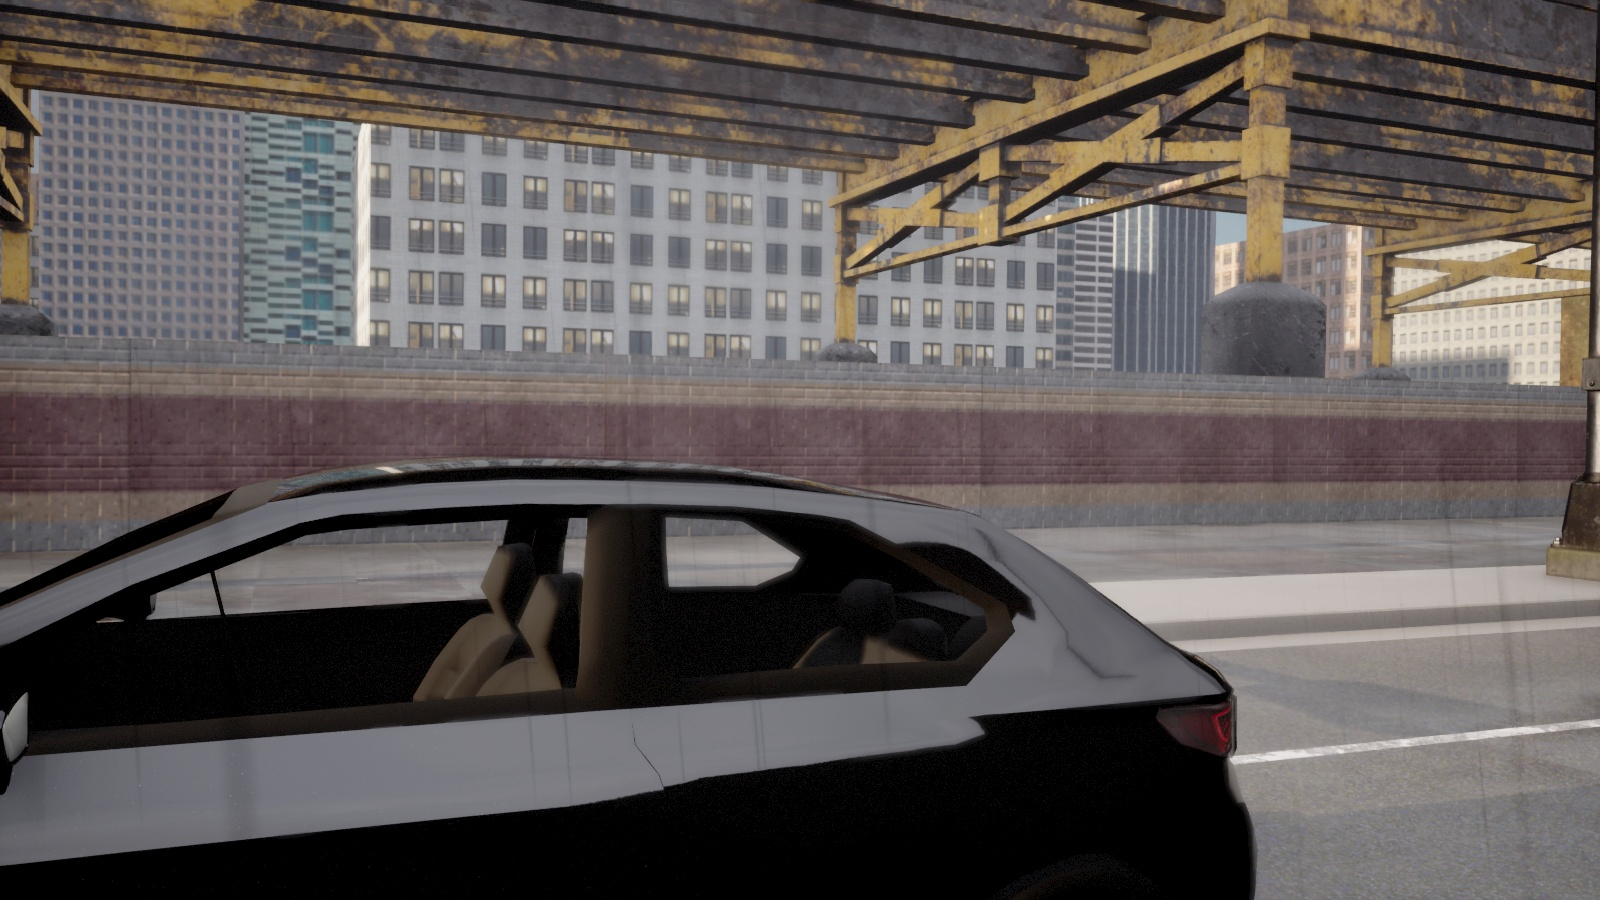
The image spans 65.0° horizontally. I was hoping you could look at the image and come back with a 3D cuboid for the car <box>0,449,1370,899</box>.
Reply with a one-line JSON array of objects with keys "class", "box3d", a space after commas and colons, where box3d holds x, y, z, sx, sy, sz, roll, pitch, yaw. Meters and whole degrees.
[{"class": "car", "box3d": [-1.042, 0.777, 2.843, 4.193, 1.474, 1.816, -1, 1, -21]}]
